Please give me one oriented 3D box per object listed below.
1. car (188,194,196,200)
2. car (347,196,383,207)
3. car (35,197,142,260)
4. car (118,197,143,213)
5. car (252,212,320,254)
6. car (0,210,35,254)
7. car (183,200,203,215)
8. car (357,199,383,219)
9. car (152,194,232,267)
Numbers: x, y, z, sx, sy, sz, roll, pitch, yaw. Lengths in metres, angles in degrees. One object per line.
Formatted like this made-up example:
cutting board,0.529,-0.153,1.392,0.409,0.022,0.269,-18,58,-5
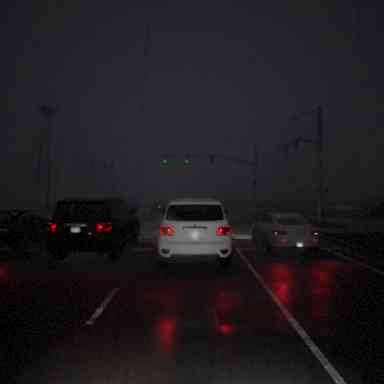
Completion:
car,-0.004,1.407,95.599,2.128,1.511,4.902,0,0,0
car,24.594,1.300,45.944,4.553,1.767,2.097,0,0,1
car,-3.413,1.207,12.447,2.150,2.045,5.566,0,0,0
car,-6.902,1.435,37.943,1.882,1.535,5.008,0,0,0
car,3.609,1.510,13.348,1.812,1.442,4.674,0,0,1
car,-6.909,1.477,13.351,2.128,1.511,4.902,0,0,0
car,0.097,1.562,34.793,1.895,1.301,4.718,0,0,0
car,16.633,1.494,27.463,4.674,1.442,1.812,0,0,2
car,0.088,1.208,11.562,2.150,2.045,5.566,0,0,0
